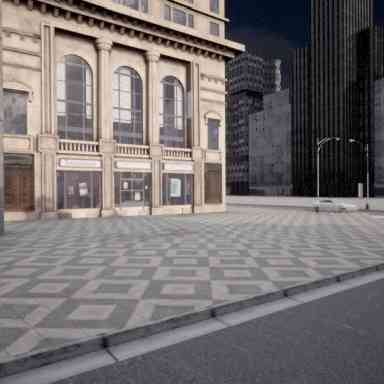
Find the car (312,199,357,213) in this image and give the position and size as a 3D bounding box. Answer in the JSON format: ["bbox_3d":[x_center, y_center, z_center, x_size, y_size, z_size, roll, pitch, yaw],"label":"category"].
[{"bbox_3d":[14.912,1.461,34.974,1.812,1.442,4.674,-1,1,-34],"label":"car"}]
